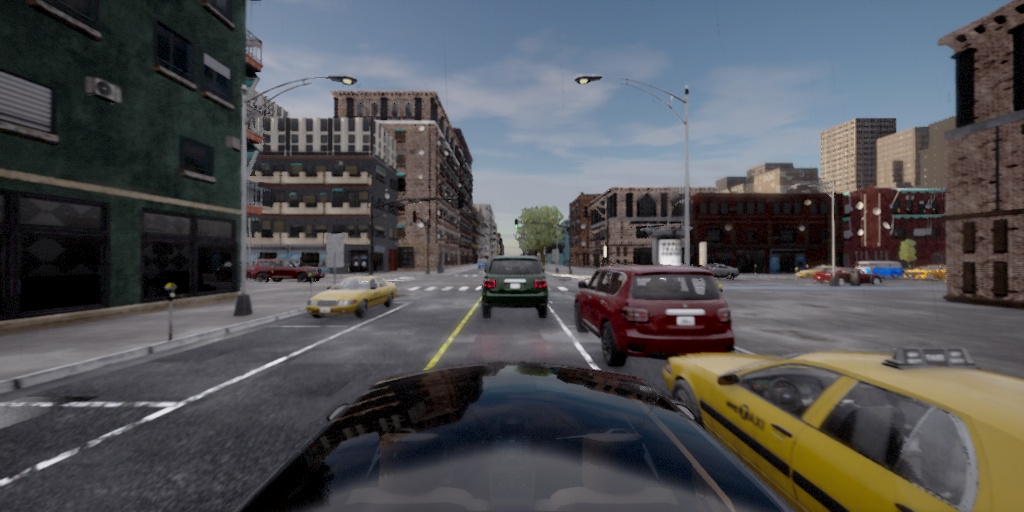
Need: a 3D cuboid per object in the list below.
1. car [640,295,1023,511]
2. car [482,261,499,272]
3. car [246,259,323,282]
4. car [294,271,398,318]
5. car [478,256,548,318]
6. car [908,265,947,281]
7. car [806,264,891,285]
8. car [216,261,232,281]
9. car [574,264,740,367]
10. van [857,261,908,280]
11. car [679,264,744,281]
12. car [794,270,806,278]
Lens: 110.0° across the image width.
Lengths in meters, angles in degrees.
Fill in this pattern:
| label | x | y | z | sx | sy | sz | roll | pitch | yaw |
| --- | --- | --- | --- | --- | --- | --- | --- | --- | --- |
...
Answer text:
| label | x | y | z | sx | sy | sz | roll | pitch | yaw |
| --- | --- | --- | --- | --- | --- | --- | --- | --- | --- |
| car | 2.691 | 1.279 | 2.571 | 1.751 | 1.417 | 4.829 | 0 | 0 | 0 |
| car | -3.065 | 1.536 | 52.342 | 2.128 | 1.511 | 4.902 | 0 | 0 | 0 |
| car | -17.268 | 1.148 | 27.717 | 5.009 | 1.841 | 2.192 | 0 | 0 | 0 |
| car | -5.688 | 1.337 | 13.313 | 1.751 | 1.417 | 4.829 | 0 | 0 | 0 |
| car | 0.104 | 1.029 | 13.443 | 2.150 | 2.045 | 5.566 | 0 | -1 | 0 |
| car | 40.131 | 1.591 | 33.872 | 5.008 | 1.535 | 1.882 | 0 | 0 | 0 |
| car | 26.155 | 1.559 | 27.959 | 4.507 | 1.381 | 1.888 | 0 | 0 | 0 |
| car | -22.074 | 1.183 | 30.278 | 4.553 | 1.767 | 2.097 | 0 | 0 | 0 |
| car | 2.693 | 1.097 | 7.940 | 2.192 | 1.841 | 5.009 | 0 | 0 | 0 |
| van | 37.147 | 1.452 | 36.466 | 3.998 | 1.789 | 1.690 | 0 | 0 | 0 |
| car | 18.675 | 1.500 | 33.754 | 4.902 | 1.511 | 2.128 | 0 | 0 | 0 |
| car | 31.452 | 1.609 | 36.427 | 4.829 | 1.417 | 1.751 | 0 | 0 | 0 |
